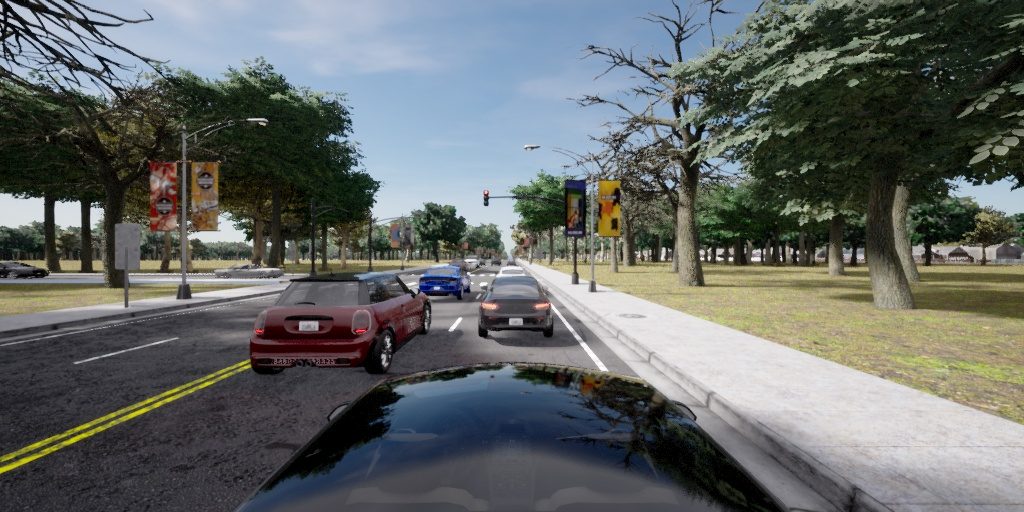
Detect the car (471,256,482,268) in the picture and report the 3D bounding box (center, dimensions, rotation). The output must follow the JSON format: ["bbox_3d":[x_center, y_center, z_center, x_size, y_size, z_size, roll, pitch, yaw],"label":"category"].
[{"bbox_3d":[-6.686,0.997,59.675,2.150,2.045,5.566,0,0,0],"label":"car"}]

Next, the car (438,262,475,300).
[{"bbox_3d":[-3.179,1.229,17.777,1.882,1.535,5.008,0,0,1],"label":"car"}]

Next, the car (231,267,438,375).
[{"bbox_3d":[-3.159,1.102,7.669,2.097,1.767,4.553,0,0,0],"label":"car"}]

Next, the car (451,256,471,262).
[{"bbox_3d":[-6.673,1.114,44.122,2.097,1.767,4.553,0,0,0],"label":"car"}]

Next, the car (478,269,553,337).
[{"bbox_3d":[0.086,1.276,10.154,1.812,1.442,4.674,0,0,0],"label":"car"}]

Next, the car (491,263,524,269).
[{"bbox_3d":[0.033,1.278,19.257,1.812,1.442,4.674,0,0,0],"label":"car"}]

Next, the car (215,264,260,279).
[{"bbox_3d":[-21.793,1.333,29.988,4.718,1.301,1.895,0,0,0],"label":"car"}]

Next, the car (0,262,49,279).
[{"bbox_3d":[-41.962,1.215,29.966,4.892,1.490,1.837,0,0,0],"label":"car"}]
